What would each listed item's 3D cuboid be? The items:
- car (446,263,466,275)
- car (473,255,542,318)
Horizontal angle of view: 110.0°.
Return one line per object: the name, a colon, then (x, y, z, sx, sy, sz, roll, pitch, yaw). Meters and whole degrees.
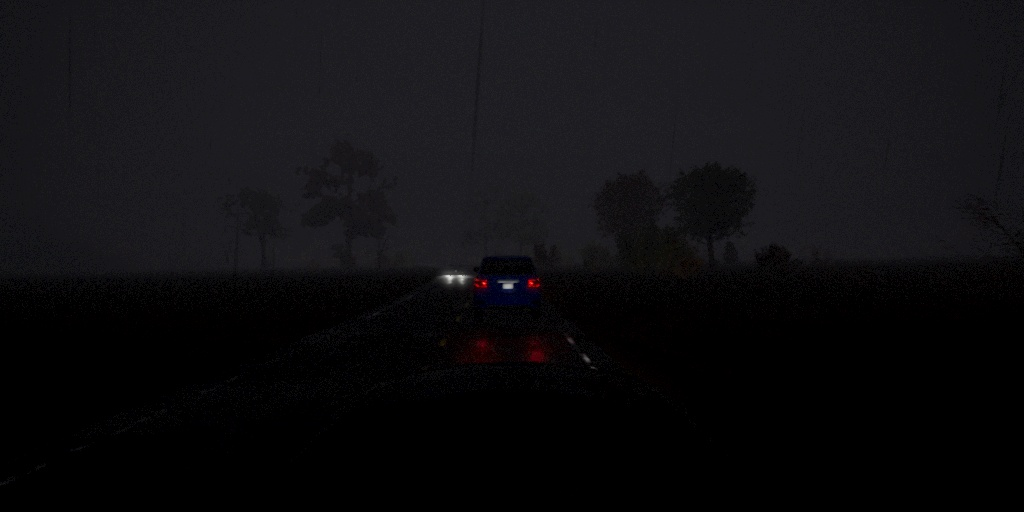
car: (-6.184, 1.415, 39.706, 1.994, 1.385, 4.181, 0, 0, -8)
car: (-0.236, 0.986, 13.171, 2.150, 2.045, 5.566, 0, 0, -3)
